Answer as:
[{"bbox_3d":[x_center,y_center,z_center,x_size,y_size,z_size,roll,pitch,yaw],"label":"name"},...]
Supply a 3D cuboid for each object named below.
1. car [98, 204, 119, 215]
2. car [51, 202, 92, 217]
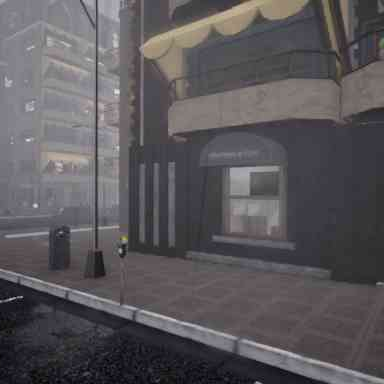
[{"bbox_3d":[-9.457,2.063,39.890,1.802,1.307,4.206,-1,-1,35],"label":"car"},{"bbox_3d":[-12.738,1.821,35.264,1.967,1.590,4.097,-1,-1,35],"label":"car"}]
